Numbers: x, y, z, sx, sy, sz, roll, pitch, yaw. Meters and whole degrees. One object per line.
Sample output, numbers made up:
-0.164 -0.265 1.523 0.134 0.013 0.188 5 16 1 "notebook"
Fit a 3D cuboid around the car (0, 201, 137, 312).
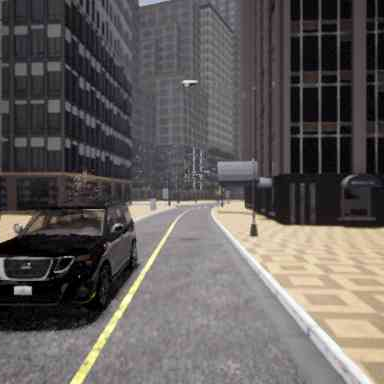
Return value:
-2.745 1.263 8.175 2.150 2.045 5.566 0 0 0 "car"
